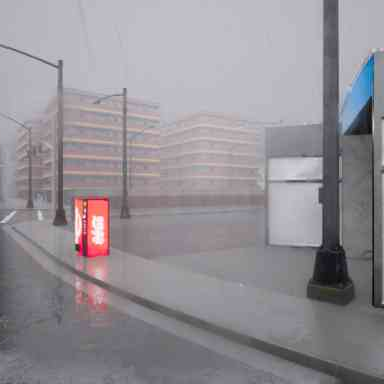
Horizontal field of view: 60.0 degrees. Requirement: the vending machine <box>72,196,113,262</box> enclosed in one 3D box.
[{"bbox_3d":[-3.388,1.195,11.293,1.100,2.100,0.880,0,0,-36],"label":"vending machine"}]
